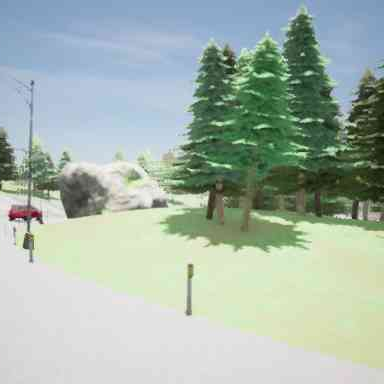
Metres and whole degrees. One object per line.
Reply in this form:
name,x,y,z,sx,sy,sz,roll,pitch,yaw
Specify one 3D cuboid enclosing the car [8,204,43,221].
car,-21.294,2.683,42.727,2.150,2.045,5.566,2,-4,1
